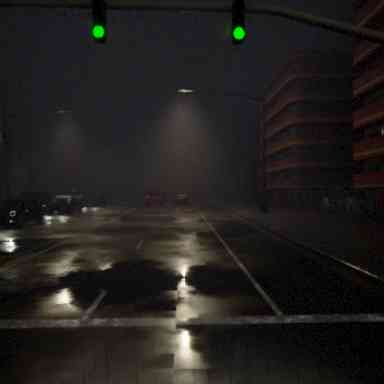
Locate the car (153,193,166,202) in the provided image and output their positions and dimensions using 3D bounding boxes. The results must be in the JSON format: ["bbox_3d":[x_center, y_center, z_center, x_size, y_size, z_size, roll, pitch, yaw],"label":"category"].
[{"bbox_3d":[-5.260,0.883,54.358,1.812,1.442,4.674,0,0,-2],"label":"car"}]

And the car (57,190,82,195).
[{"bbox_3d":[-15.389,0.777,41.732,2.150,2.045,5.566,0,1,-1],"label":"car"}]

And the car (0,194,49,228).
[{"bbox_3d":[-11.257,1.219,21.159,2.097,1.767,4.553,0,1,-2],"label":"car"}]

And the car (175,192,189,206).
[{"bbox_3d":[-1.305,0.984,43.746,2.128,1.511,4.902,0,1,-2],"label":"car"}]

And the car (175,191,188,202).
[{"bbox_3d":[-1.751,0.704,54.127,2.097,1.767,4.553,0,0,-2],"label":"car"}]

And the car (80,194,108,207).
[{"bbox_3d":[-11.873,1.101,41.333,2.033,1.411,5.357,0,1,-2],"label":"car"}]

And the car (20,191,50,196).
[{"bbox_3d":[-15.093,0.940,31.320,2.150,2.045,5.566,0,1,-2],"label":"car"}]

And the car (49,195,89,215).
[{"bbox_3d":[-11.576,1.264,30.800,2.033,1.411,5.357,0,1,-2],"label":"car"}]

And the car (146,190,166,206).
[{"bbox_3d":[-4.805,0.723,43.652,2.150,2.045,5.566,0,1,-2],"label":"car"}]
